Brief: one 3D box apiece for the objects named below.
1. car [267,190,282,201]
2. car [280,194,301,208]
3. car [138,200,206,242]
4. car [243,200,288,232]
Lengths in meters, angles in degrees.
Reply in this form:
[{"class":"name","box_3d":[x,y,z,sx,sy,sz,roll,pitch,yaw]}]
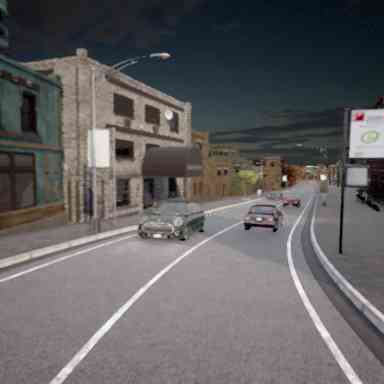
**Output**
[{"class":"car","box_3d":[13.927,0.511,55.533,2.097,1.767,4.553,2,2,21]},{"class":"car","box_3d":[12.565,1.194,41.699,1.895,1.301,4.718,2,2,21]},{"class":"car","box_3d":[-0.783,1.198,15.802,2.097,1.767,4.553,2,1,17]},{"class":"car","box_3d":[4.369,1.461,19.914,2.033,1.411,5.357,2,1,19]}]
